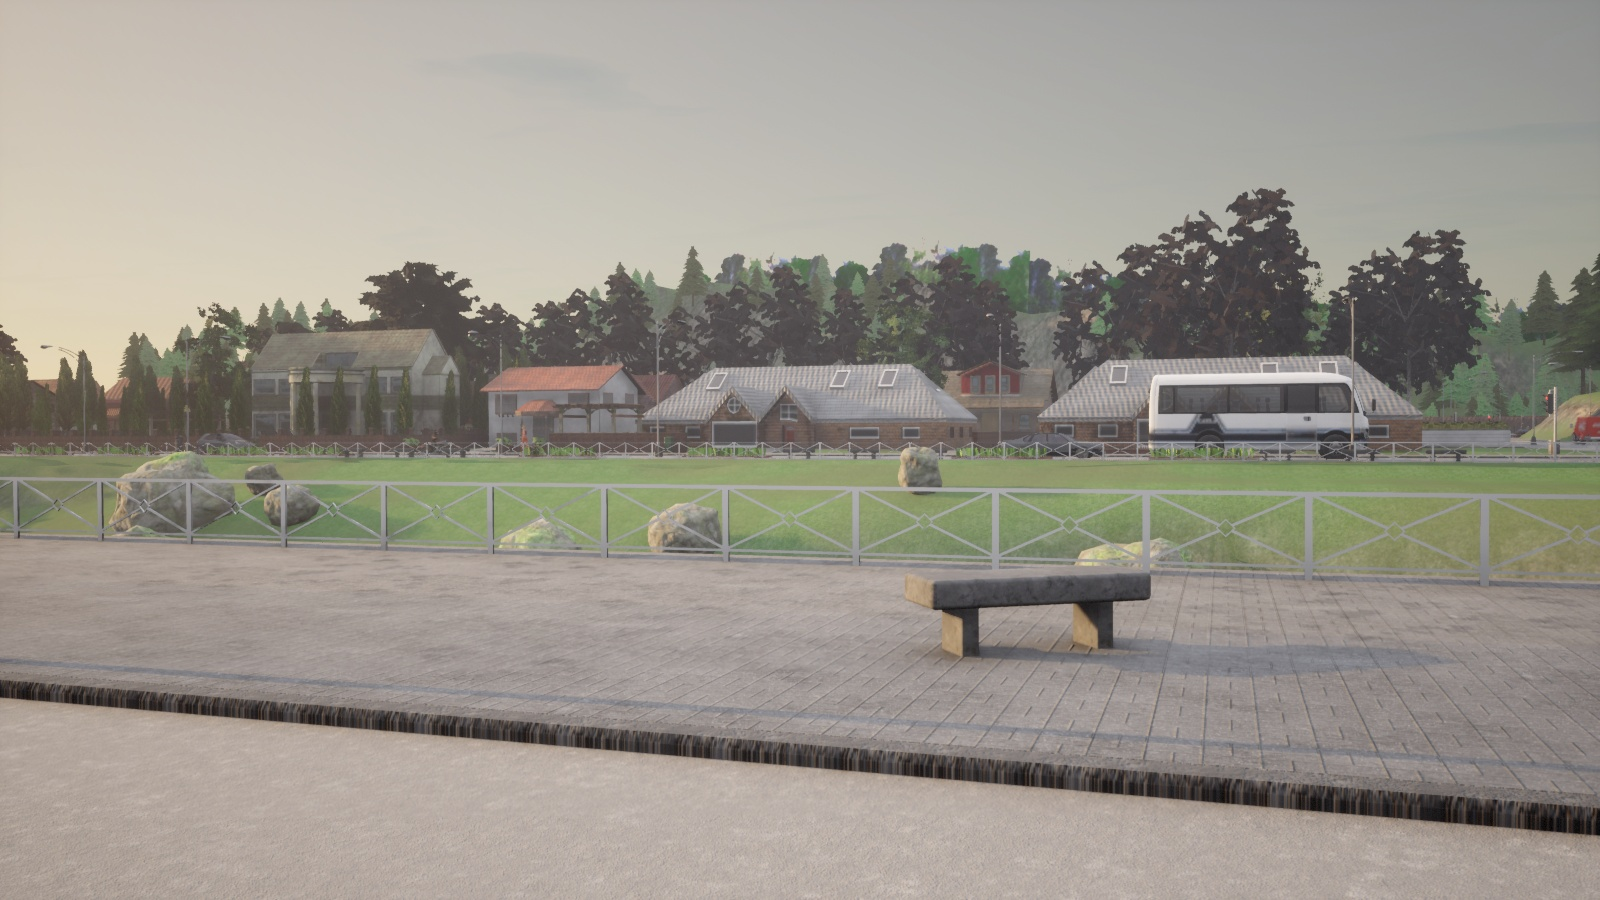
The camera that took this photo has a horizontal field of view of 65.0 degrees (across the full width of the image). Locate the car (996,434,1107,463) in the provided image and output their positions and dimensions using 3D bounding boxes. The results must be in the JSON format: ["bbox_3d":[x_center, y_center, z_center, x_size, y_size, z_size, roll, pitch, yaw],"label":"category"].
[{"bbox_3d":[12.919,-0.109,64.415,5.357,1.411,2.033,1,1,19],"label":"car"}]

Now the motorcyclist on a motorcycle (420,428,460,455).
[{"bbox_3d":[-21.827,-0.524,76.107,2.350,1.649,0.766,1,1,19],"label":"motorcyclist on a motorcycle"}]

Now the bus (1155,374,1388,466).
[{"bbox_3d":[22.714,-1.443,61.097,10.273,4.253,3.944,1,1,19],"label":"bus"}]

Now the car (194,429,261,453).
[{"bbox_3d":[-37.010,-0.599,81.218,3.633,1.501,1.845,1,1,19],"label":"car"}]
